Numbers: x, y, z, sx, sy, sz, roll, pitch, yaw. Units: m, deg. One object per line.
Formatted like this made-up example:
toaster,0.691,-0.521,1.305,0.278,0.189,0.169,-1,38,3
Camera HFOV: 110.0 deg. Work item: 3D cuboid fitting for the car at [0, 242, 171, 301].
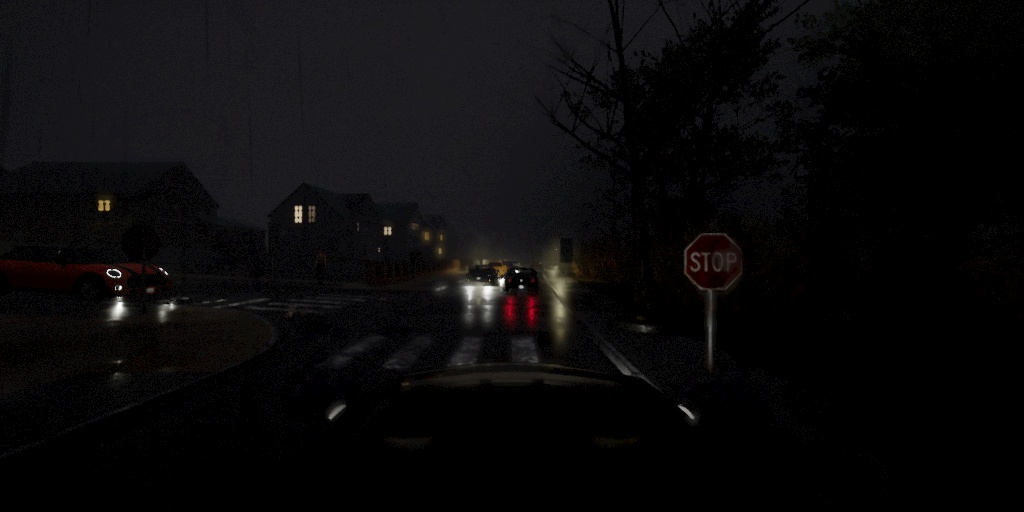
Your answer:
car,-14.325,0.462,12.029,4.553,1.767,2.097,3,0,0

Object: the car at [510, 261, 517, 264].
car,-0.816,1.357,43.956,1.812,1.442,4.674,0,0,5

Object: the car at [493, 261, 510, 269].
car,-1.558,1.261,34.742,1.882,1.535,5.008,0,0,4

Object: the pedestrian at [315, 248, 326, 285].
pedestrian,-9.555,0.512,17.872,0.375,1.860,0.375,0,-3,0

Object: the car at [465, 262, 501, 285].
car,-2.116,1.321,25.940,1.994,1.385,4.181,0,0,3

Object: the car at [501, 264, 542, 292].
car,0.610,1.351,21.464,1.895,1.301,4.718,0,0,2

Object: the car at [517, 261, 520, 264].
car,0.224,1.421,54.177,1.812,1.442,4.674,0,0,6
